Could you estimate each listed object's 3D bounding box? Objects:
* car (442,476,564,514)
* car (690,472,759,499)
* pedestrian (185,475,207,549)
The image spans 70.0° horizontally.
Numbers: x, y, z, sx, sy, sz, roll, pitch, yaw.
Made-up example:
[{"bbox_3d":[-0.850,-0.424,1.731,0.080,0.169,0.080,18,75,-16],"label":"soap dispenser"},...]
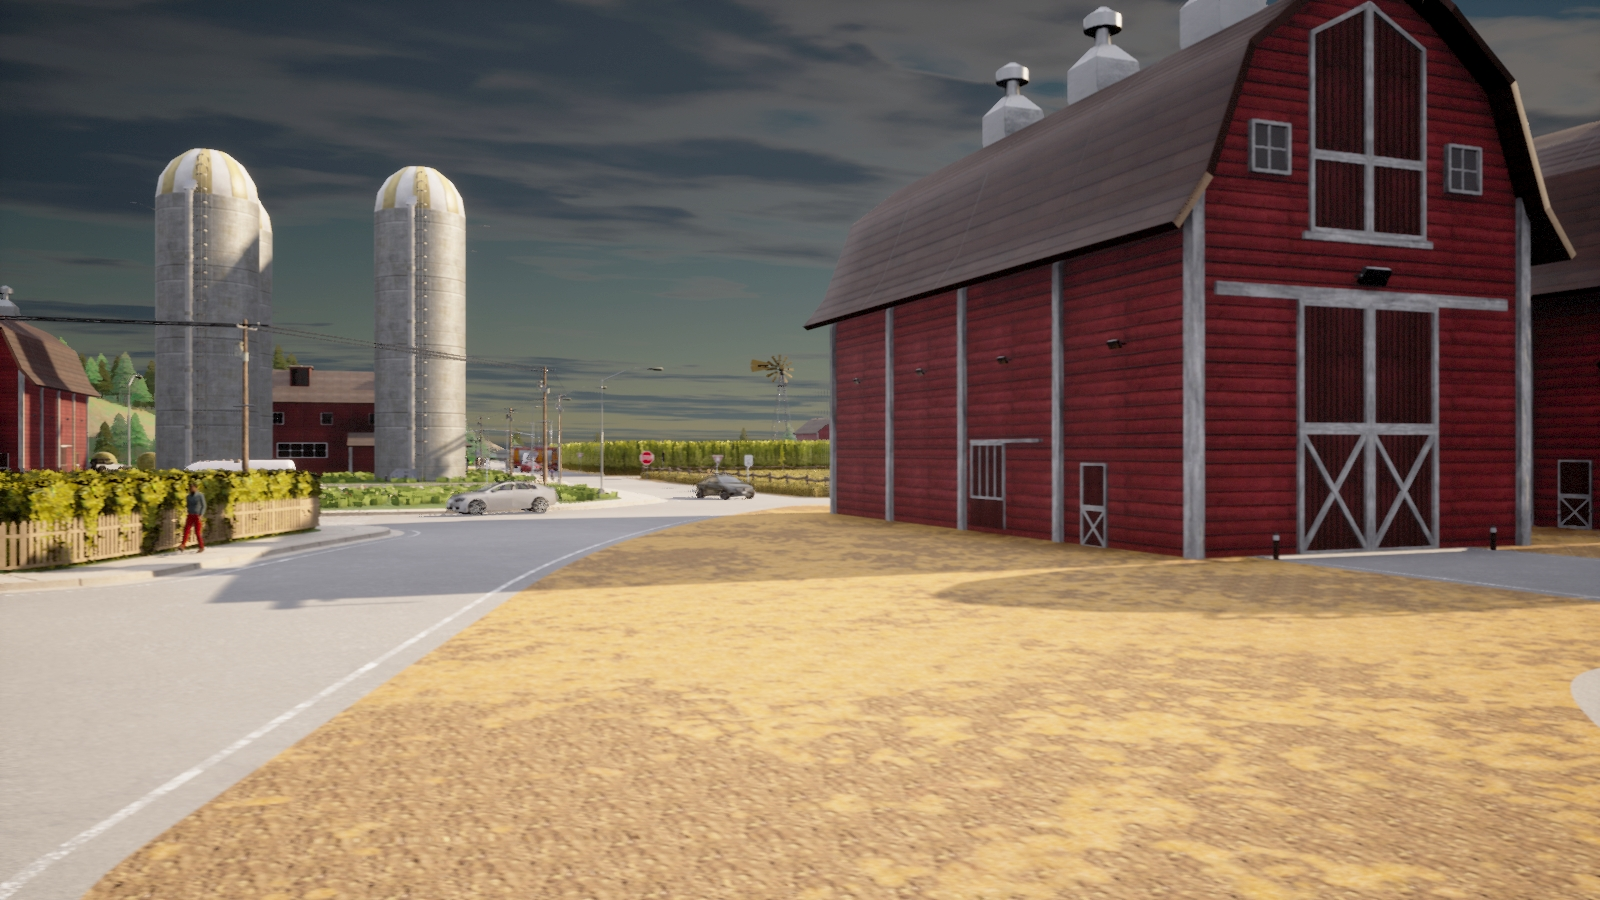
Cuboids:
[{"bbox_3d":[-13.357,2.005,51.500,4.902,1.511,2.128,-1,0,-32],"label":"car"},{"bbox_3d":[-4.535,2.074,67.959,2.002,1.442,4.674,0,0,-35],"label":"car"},{"bbox_3d":[-15.368,1.564,29.072,0.375,1.860,0.375,0,0,3],"label":"pedestrian"}]
